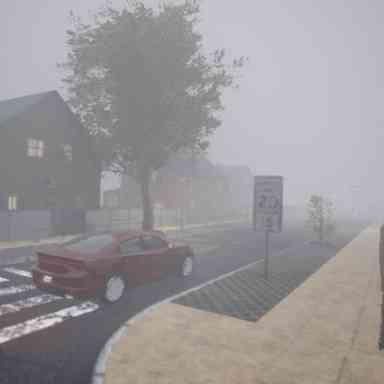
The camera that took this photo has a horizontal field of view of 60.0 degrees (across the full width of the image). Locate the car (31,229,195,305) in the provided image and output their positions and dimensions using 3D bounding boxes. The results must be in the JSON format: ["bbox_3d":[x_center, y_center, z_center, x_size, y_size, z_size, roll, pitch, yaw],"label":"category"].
[{"bbox_3d":[-1.745,1.757,9.097,1.882,1.535,5.008,2,-1,31],"label":"car"}]
